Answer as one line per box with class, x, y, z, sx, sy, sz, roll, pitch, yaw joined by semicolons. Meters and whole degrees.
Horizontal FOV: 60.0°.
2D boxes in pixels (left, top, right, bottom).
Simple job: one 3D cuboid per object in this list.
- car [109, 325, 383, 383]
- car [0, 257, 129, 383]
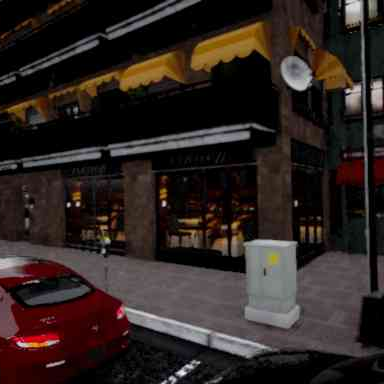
car;1.821;1.553;1.607;4.313;1.339;1.947;-1;-1;35
car;-2.726;1.625;4.825;4.206;1.307;1.802;-1;-1;35
